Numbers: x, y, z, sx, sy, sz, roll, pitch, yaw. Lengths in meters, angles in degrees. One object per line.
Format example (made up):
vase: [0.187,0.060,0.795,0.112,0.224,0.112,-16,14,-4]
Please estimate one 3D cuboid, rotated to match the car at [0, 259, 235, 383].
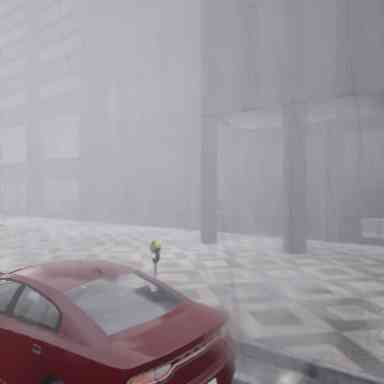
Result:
car: [-1.666,1.535,4.151,4.507,1.381,1.887,0,0,35]
